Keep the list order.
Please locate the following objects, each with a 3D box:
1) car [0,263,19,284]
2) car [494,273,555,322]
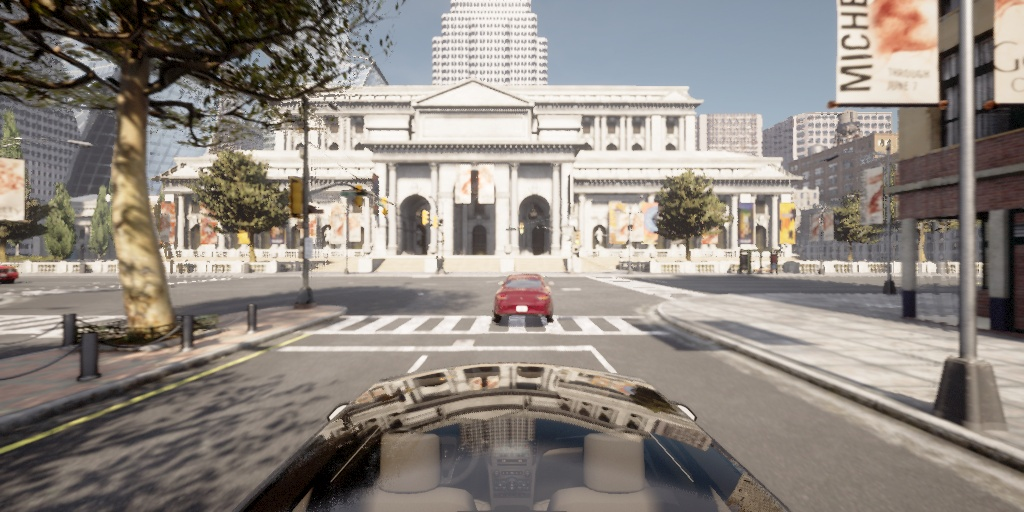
[{"bbox_3d":[-39.583,1.066,25.999,5.566,2.045,2.150,0,0,0],"label":"car"},{"bbox_3d":[0.480,1.317,12.398,1.812,1.442,4.674,0,0,5],"label":"car"}]
